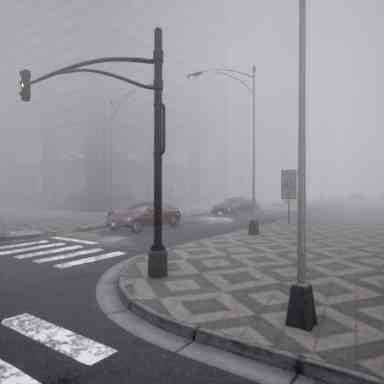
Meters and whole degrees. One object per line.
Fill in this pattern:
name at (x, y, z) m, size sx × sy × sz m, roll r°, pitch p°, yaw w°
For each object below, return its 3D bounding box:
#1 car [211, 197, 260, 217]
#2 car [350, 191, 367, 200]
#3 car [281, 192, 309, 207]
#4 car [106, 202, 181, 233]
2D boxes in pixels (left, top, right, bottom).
car at (3.592, 1.111, 26.427) m, size 2.033 × 1.411 × 5.357 m, roll 0°, pitch 1°, yaw 36°
car at (26.271, 0.562, 52.534) m, size 1.812 × 1.442 × 4.674 m, roll 0°, pitch 0°, yaw 36°
car at (11.724, 0.816, 37.725) m, size 1.882 × 1.535 × 5.008 m, roll 0°, pitch 1°, yaw 36°
car at (-2.442, 1.263, 18.024) m, size 1.812 × 1.442 × 4.674 m, roll 0°, pitch 1°, yaw 36°
